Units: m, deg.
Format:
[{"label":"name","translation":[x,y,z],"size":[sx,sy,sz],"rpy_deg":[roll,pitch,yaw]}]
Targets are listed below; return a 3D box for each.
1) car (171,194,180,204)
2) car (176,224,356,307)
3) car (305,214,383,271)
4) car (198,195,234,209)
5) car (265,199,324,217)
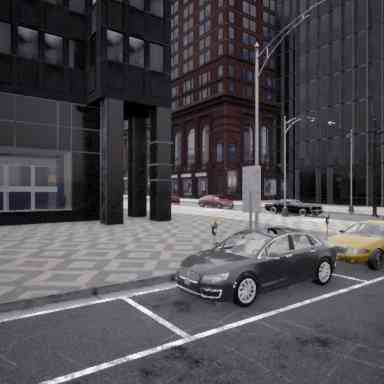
[{"label":"car","translation":[-3.457,0.803,43.918],"size":[1.882,1.535,5.008],"rpy_deg":[0,1,-36]},{"label":"car","translation":[1.678,1.551,7.863],"size":[4.403,1.369,2.008],"rpy_deg":[0,0,-36]},{"label":"car","translation":[6.019,1.526,10.978],"size":[4.829,1.417,1.752],"rpy_deg":[0,0,-36]},{"label":"car","translation":[2.505,1.032,35.685],"size":[1.812,1.442,4.674],"rpy_deg":[0,1,-36]},{"label":"car","translation":[8.398,1.293,27.566],"size":[1.895,1.301,4.718],"rpy_deg":[0,1,-36]}]
